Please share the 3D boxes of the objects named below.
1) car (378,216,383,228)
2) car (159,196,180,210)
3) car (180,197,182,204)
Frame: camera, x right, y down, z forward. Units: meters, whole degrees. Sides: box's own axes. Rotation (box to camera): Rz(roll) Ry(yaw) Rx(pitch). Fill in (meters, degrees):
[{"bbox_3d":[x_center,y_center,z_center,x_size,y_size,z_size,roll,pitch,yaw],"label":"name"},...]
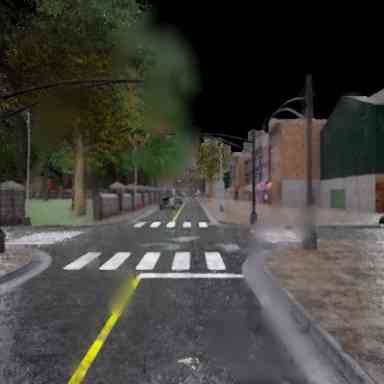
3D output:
[{"bbox_3d":[12.379,1.405,17.839,4.313,1.339,1.947,0,0,0],"label":"car"},{"bbox_3d":[-2.835,1.372,39.843,1.837,1.490,4.892,0,1,0],"label":"car"},{"bbox_3d":[-2.753,1.405,60.344,2.033,1.411,5.357,0,0,0],"label":"car"}]
